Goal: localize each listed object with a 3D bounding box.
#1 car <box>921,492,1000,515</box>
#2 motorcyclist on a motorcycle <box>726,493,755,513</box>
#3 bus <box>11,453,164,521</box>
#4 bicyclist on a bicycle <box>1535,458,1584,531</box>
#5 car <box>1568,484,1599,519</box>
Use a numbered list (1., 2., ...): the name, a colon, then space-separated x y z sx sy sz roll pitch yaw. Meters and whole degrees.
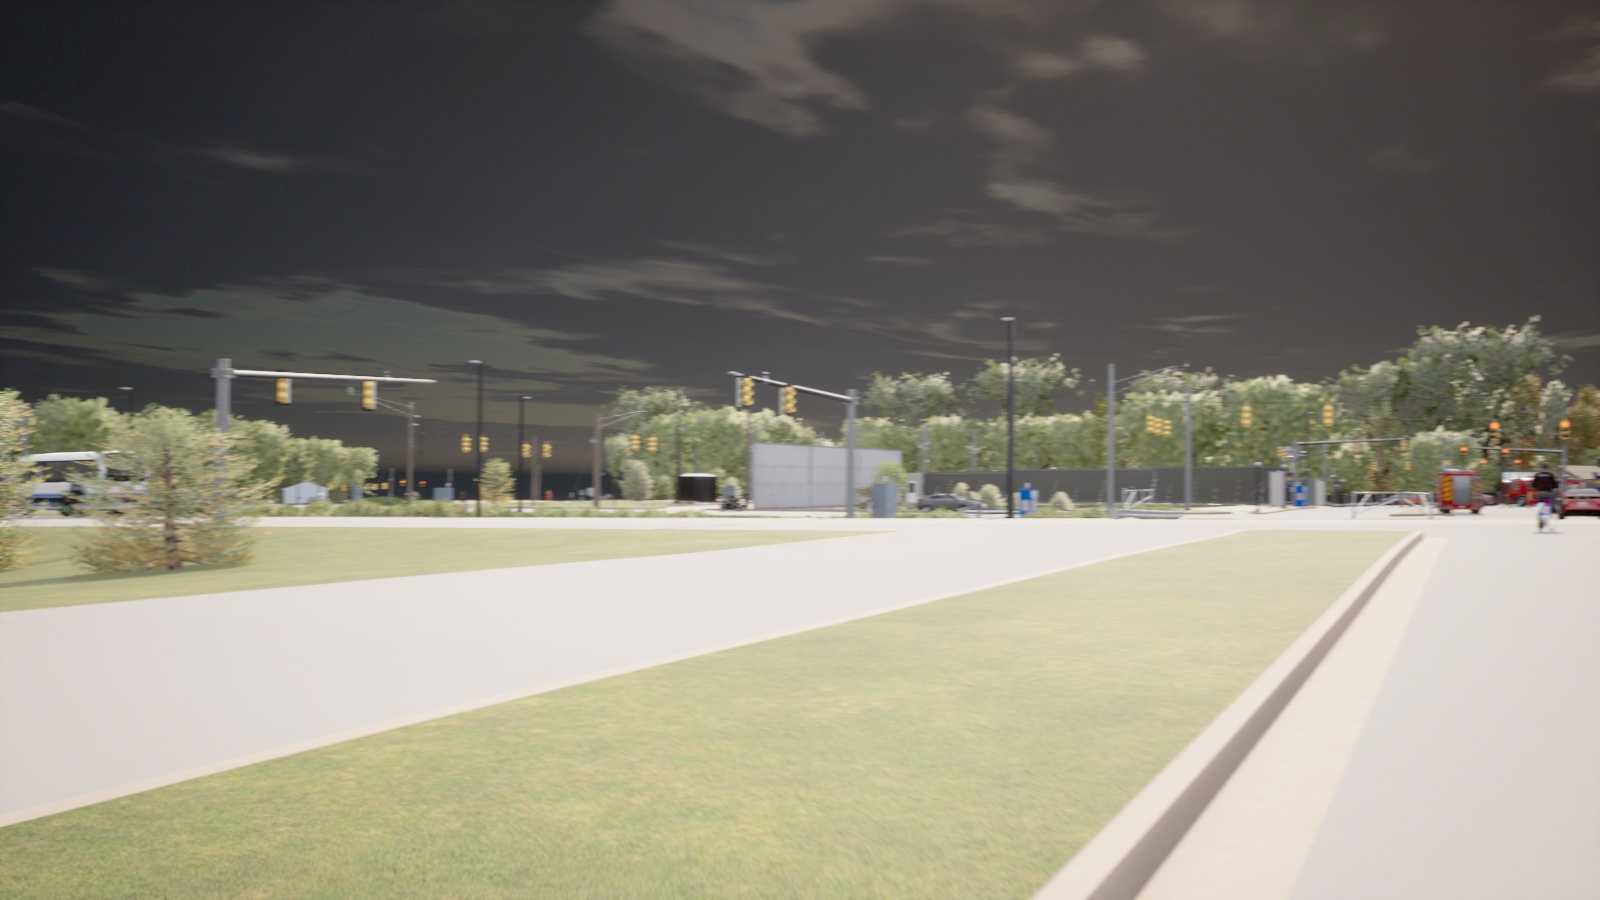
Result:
1. car: 11.028 3.640 86.299 4.902 1.511 2.128 -1 -2 29
2. motorcyclist on a motorcycle: -4.714 4.153 99.077 2.191 1.530 0.866 -1 -2 29
3. bus: -46.988 2.485 82.738 10.273 4.253 3.944 -2 -2 29
4. bicyclist on a bicycle: 19.011 1.107 31.422 0.659 1.776 1.843 -1 -2 44
5. car: 35.834 2.306 56.626 2.007 1.525 4.514 -2 -2 31
